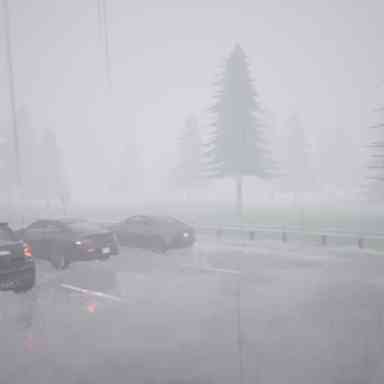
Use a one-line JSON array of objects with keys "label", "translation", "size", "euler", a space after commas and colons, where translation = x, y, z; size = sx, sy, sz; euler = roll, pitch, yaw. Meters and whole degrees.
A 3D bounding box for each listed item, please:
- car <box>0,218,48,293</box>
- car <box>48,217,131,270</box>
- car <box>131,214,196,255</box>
[{"label": "car", "translation": [-5.679, 1.378, 7.635], "size": [4.553, 1.767, 2.097], "euler": [0, 0, 33]}, {"label": "car", "translation": [-4.459, 1.552, 11.025], "size": [4.674, 1.442, 1.812], "euler": [0, 0, 33]}, {"label": "car", "translation": [-1.905, 1.586, 13.533], "size": [4.181, 1.385, 1.994], "euler": [0, 0, 33]}]
